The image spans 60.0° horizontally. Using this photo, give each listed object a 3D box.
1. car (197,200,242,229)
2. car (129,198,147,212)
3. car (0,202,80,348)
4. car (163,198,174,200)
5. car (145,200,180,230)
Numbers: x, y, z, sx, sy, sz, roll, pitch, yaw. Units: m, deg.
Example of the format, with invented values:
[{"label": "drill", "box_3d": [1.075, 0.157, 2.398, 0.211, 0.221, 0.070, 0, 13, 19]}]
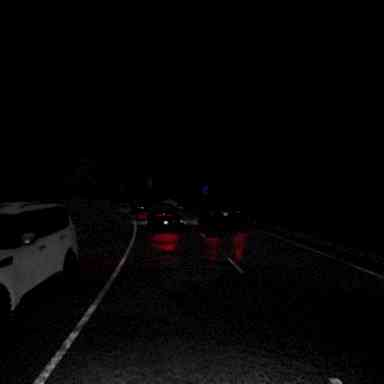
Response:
[{"label": "car", "box_3d": [1.648, 1.321, 21.419, 2.097, 1.767, 4.553, 0, 0, -9]}, {"label": "car", "box_3d": [-6.287, 1.517, 39.603, 1.837, 1.490, 4.892, 0, 0, -17]}, {"label": "car", "box_3d": [-3.845, 1.239, 6.293, 2.150, 2.045, 5.566, 0, 0, -2]}, {"label": "car", "box_3d": [-2.925, 1.502, 40.577, 1.812, 1.442, 4.674, -1, 0, -17]}, {"label": "car", "box_3d": [-1.866, 1.500, 21.363, 1.837, 1.490, 4.892, 0, 0, -9]}]
